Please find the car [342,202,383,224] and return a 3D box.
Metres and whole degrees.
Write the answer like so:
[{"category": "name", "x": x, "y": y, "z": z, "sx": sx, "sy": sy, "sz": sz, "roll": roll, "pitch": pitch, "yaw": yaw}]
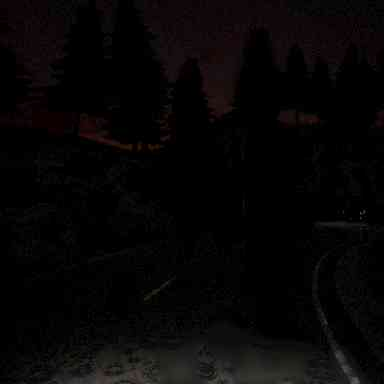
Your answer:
[{"category": "car", "x": 14.402, "y": 1.575, "z": 26.980, "sx": 4.553, "sy": 1.767, "sz": 2.097, "roll": 0, "pitch": 0, "yaw": -26}]
